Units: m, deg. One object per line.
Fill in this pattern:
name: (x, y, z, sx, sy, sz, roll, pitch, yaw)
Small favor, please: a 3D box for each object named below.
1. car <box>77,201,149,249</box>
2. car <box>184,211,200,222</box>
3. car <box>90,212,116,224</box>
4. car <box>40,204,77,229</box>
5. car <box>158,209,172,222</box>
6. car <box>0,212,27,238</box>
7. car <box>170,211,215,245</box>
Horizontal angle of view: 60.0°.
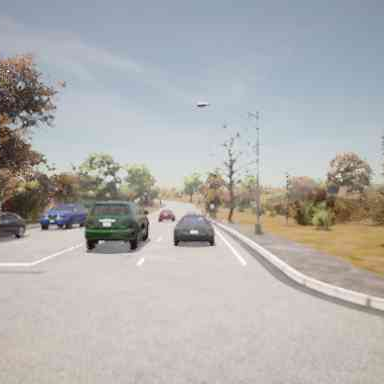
car: (-3.404, 1.481, 16.007, 2.150, 2.045, 5.566, 0, -2, 0)
car: (-0.012, 3.420, 46.463, 2.033, 1.411, 5.357, 0, -3, 0)
car: (-10.579, 3.057, 40.022, 1.994, 1.385, 4.181, 0, -4, 0)
car: (-10.597, 2.002, 27.893, 2.150, 2.045, 5.566, 0, -3, 0)
car: (-3.512, 3.248, 46.859, 2.097, 1.767, 4.553, 0, -3, 0)
car: (-10.591, 1.818, 17.535, 1.837, 1.490, 4.892, 0, -2, 0)
car: (0.096, 1.861, 17.153, 1.994, 1.385, 4.181, 0, -2, 0)
